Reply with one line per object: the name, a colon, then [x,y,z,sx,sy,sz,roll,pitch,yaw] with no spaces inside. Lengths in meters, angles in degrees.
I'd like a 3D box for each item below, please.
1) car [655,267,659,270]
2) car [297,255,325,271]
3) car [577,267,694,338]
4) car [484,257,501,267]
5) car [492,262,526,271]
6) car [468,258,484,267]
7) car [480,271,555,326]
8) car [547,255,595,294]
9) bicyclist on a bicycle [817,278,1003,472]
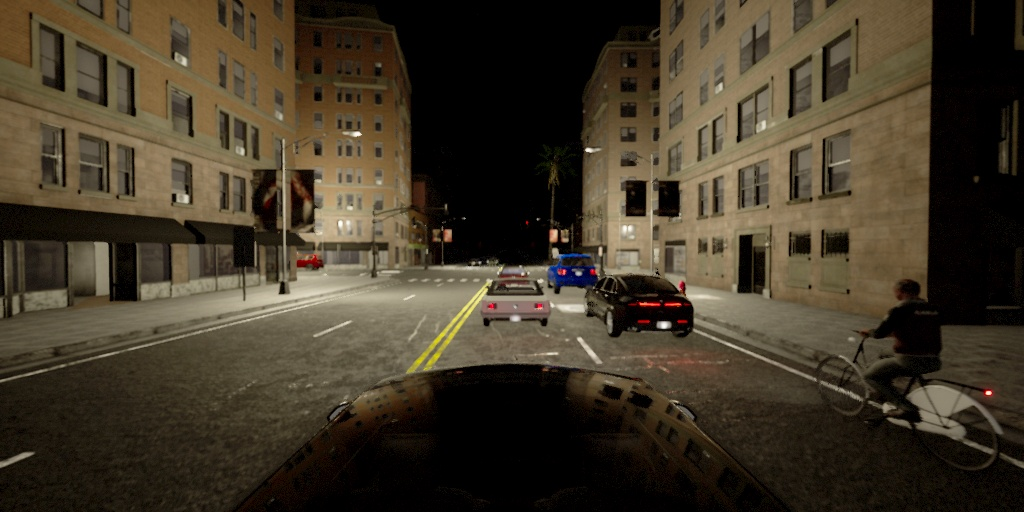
car: [16.180,1.458,34.980,4.313,1.339,1.948,0,0,0]
car: [-23.927,0.773,40.441,5.009,1.841,2.192,0,0,-9]
car: [3.298,1.240,10.177,1.837,1.490,4.892,0,0,0]
car: [-3.350,0.994,63.462,2.097,1.767,4.553,0,0,0]
car: [0.085,1.263,21.089,2.033,1.411,5.357,0,0,0]
car: [-6.599,1.134,63.565,2.128,1.511,4.902,0,0,0]
car: [0.093,1.333,11.520,1.895,1.301,4.718,0,0,0]
car: [3.235,0.939,20.085,2.150,2.045,5.566,0,0,0]
bicyclist on a bicycle: [4.143,1.116,3.968,0.659,1.776,1.843,0,0,0]
